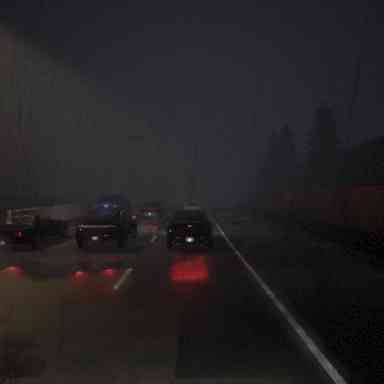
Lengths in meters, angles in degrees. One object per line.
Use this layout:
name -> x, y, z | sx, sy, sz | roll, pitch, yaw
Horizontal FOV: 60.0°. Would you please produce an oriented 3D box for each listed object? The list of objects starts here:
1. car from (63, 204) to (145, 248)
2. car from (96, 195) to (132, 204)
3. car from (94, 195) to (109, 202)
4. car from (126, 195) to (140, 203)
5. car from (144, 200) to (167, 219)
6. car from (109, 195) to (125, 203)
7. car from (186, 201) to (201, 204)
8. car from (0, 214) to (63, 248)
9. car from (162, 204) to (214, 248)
car -> -3.599, 1.492, 14.694 | 2.128, 1.511, 4.902 | 0, 0, 0
car -> -6.891, 1.255, 29.556 | 2.150, 2.045, 5.566 | 0, 0, 1
car -> -19.882, 1.457, 73.062 | 1.882, 1.535, 5.008 | 0, 0, 1
car -> -12.884, 1.504, 72.899 | 2.128, 1.511, 4.902 | 0, 0, 1
car -> -3.393, 1.514, 29.445 | 1.837, 1.490, 4.892 | 0, 0, 1
car -> -16.383, 1.504, 72.981 | 2.128, 1.511, 4.902 | 0, 0, 1
car -> 0.106, 1.530, 29.363 | 1.812, 1.442, 4.674 | 0, 0, 1
car -> -7.099, 1.613, 14.706 | 1.895, 1.301, 4.718 | 0, 0, 0
car -> -0.099, 1.514, 14.712 | 1.837, 1.490, 4.892 | 0, 0, 0
